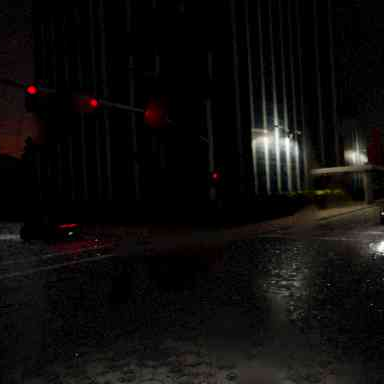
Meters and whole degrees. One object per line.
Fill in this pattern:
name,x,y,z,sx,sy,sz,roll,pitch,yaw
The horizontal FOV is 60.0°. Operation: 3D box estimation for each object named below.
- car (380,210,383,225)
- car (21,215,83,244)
car,12.318,1.157,19.257,1.895,1.301,4.718,-3,-1,40
car,-8.276,2.109,19.382,4.902,1.511,2.128,-4,-1,42
